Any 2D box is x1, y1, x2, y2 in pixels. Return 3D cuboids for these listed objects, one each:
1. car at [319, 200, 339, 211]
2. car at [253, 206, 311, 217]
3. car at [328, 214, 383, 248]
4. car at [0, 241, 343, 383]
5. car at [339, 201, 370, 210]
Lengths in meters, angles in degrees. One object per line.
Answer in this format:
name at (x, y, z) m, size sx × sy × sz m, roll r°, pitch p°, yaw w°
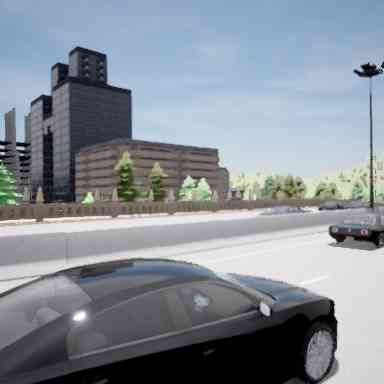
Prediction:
car at (18.252, 1.793, 43.190) m, size 4.181 × 1.385 × 1.994 m, roll 0°, pitch -1°, yaw -41°
car at (6.450, 1.675, 23.356) m, size 5.357 × 1.411 × 2.033 m, roll 0°, pitch 0°, yaw -42°
car at (8.284, 1.674, 15.385) m, size 4.718 × 1.301 × 1.895 m, roll 0°, pitch 0°, yaw -41°
car at (-0.339, 1.499, 3.706) m, size 5.008 × 1.535 × 1.882 m, roll 0°, pitch 0°, yaw -36°
car at (19.967, 1.769, 40.035) m, size 4.181 × 1.385 × 1.994 m, roll 0°, pitch -1°, yaw -41°
